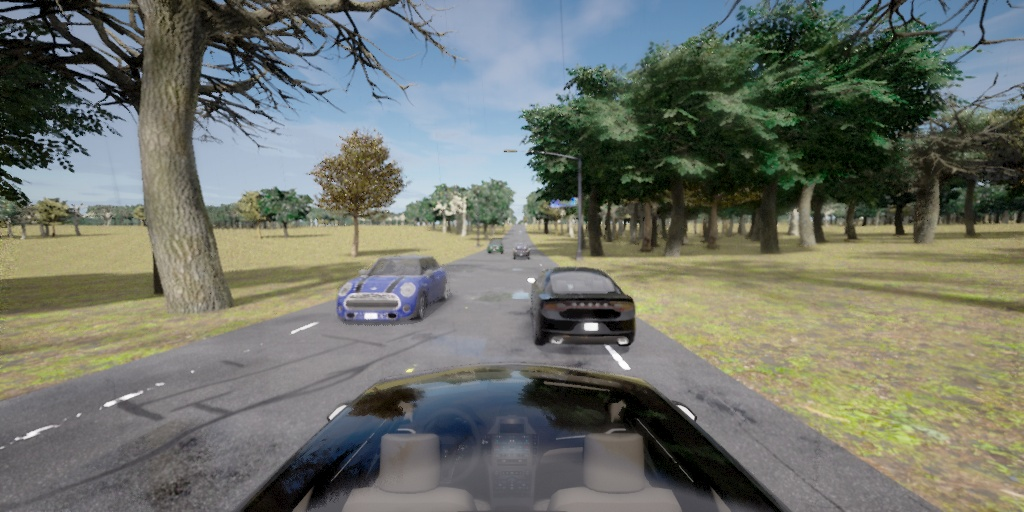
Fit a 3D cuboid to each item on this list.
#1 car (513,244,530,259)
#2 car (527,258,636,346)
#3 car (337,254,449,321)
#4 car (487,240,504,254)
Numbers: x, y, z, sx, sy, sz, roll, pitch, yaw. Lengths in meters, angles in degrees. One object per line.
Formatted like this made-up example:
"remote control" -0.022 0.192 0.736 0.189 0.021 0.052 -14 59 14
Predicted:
"car" 1.073 -0.469 40.524 2.128 1.511 4.902 0 3 2
"car" 1.426 0.975 8.640 1.882 1.535 5.008 0 2 1
"car" -3.342 0.766 10.860 2.097 1.767 4.553 0 2 1
"car" -2.317 -1.339 51.578 2.150 2.045 5.566 0 3 2
